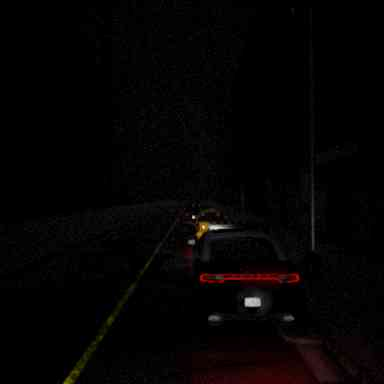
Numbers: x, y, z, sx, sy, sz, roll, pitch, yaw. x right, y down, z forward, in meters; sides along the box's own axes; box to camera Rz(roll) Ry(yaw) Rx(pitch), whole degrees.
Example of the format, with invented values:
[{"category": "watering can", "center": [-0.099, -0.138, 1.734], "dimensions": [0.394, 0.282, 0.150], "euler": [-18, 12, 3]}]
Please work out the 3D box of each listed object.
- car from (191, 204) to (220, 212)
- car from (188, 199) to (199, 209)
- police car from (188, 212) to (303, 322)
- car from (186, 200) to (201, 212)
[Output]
[{"category": "car", "center": [0.978, 1.631, 17.740], "dimensions": [1.801, 1.575, 5.366], "euler": [0, -1, 0]}, {"category": "car", "center": [0.246, 2.120, 59.383], "dimensions": [1.882, 1.535, 5.008], "euler": [0, -1, 0]}, {"category": "police car", "center": [0.937, 1.500, 7.659], "dimensions": [1.930, 1.638, 5.238], "euler": [0, -1, 0]}, {"category": "car", "center": [0.206, 1.834, 45.648], "dimensions": [2.097, 1.767, 4.553], "euler": [0, -1, 1]}]
